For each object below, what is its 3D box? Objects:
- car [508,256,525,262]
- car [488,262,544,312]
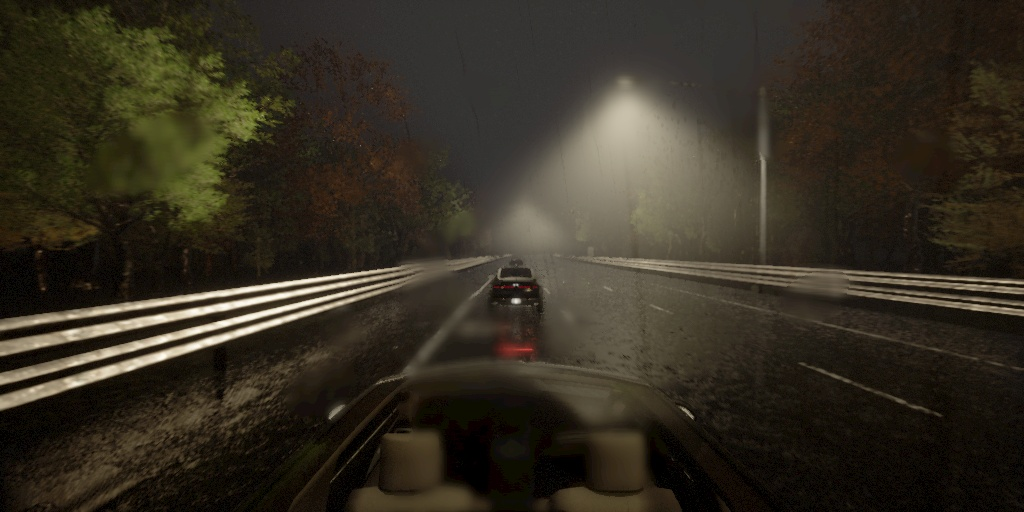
[{"bbox_3d":[0.562,0.784,45.343,2.128,1.511,4.902,0,1,1],"label":"car"},{"bbox_3d":[0.144,1.131,13.588,1.837,1.490,4.892,0,1,0],"label":"car"}]
